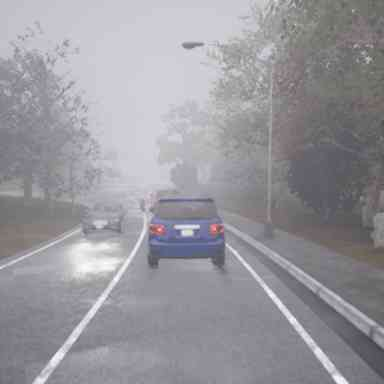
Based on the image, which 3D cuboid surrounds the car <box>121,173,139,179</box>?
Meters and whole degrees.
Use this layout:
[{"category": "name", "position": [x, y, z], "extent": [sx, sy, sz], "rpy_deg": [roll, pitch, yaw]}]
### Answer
[{"category": "car", "position": [-16.672, -4.330, 89.166], "extent": [5.008, 1.535, 1.882], "rpy_deg": [2, 6, 24]}]

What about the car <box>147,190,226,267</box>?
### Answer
[{"category": "car", "position": [-0.265, 1.081, 11.056], "extent": [2.150, 2.045, 5.566], "rpy_deg": [0, 1, -3]}]

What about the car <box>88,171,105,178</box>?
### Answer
[{"category": "car", "position": [-25.155, -4.395, 87.790], "extent": [5.566, 2.045, 2.150], "rpy_deg": [-1, 5, -3]}]

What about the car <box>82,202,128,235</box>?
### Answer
[{"category": "car", "position": [-4.466, 1.299, 17.624], "extent": [2.128, 1.511, 4.902], "rpy_deg": [-1, 1, -6]}]
